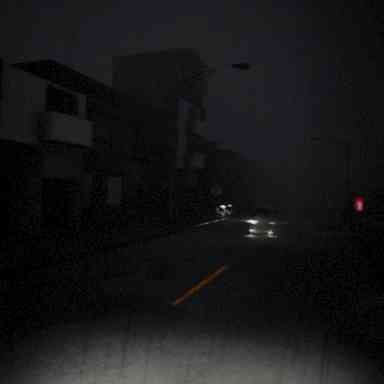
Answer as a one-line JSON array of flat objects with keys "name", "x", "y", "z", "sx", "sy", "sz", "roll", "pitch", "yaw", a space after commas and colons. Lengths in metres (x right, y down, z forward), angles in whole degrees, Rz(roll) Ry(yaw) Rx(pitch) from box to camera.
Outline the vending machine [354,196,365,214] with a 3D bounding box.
[{"name": "vending machine", "x": 20.854, "y": 1.640, "z": 41.473, "sx": 1.100, "sy": 2.100, "sz": 0.880, "roll": 3, "pitch": 1, "yaw": 22}]

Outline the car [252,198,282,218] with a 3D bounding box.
[{"name": "car", "x": 6.420, "y": 1.295, "z": 28.182, "sx": 1.882, "sy": 1.535, "sz": 5.008, "roll": 3, "pitch": 1, "yaw": 22}]

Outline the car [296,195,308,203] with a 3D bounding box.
[{"name": "car", "x": 22.157, "y": 1.444, "z": 66.691, "sx": 2.097, "sy": 1.767, "sz": 4.553, "roll": 3, "pitch": 1, "yaw": 22}]
